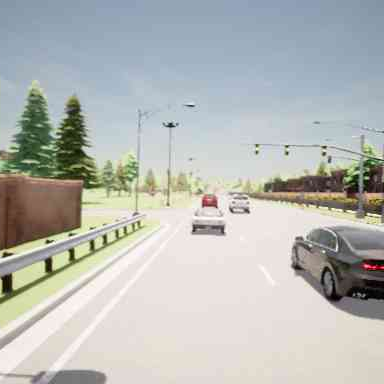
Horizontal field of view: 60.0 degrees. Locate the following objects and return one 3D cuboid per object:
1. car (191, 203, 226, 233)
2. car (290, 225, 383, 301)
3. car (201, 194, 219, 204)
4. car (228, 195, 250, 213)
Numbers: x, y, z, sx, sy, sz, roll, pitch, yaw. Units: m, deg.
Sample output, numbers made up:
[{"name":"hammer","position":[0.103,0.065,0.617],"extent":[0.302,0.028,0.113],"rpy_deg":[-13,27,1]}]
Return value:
[{"name":"car","position":[1.011,1.616,20.012],"extent":[1.895,1.301,4.718],"rpy_deg":[2,0,3]},{"name":"car","position":[3.917,1.619,8.533],"extent":[1.837,1.490,4.892],"rpy_deg":[2,0,3]},{"name":"car","position":[2.336,1.257,44.294],"extent":[2.150,2.045,5.566],"rpy_deg":[2,0,3]},{"name":"car","position":[5.596,1.363,39.748],"extent":[2.150,2.045,5.566],"rpy_deg":[2,0,3]}]
